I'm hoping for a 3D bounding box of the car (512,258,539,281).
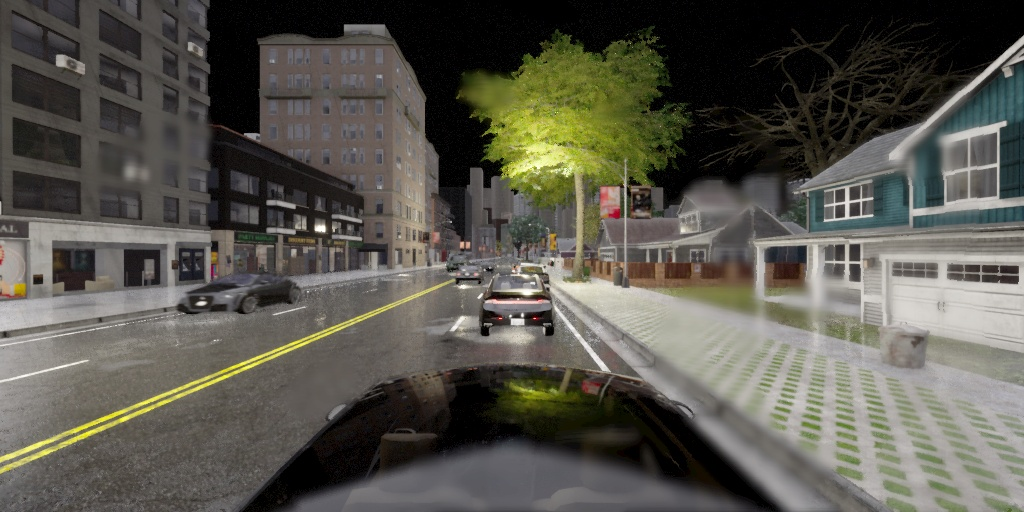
[{"bbox_3d":[1.080,1.081,30.443,2.097,1.767,4.553,0,0,0],"label":"car"}]

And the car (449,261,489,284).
[{"bbox_3d":[-3.050,1.281,26.633,2.033,1.411,5.357,0,0,-1],"label":"car"}]

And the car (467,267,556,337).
[{"bbox_3d":[0.130,1.239,10.333,2.128,1.511,4.902,0,0,0],"label":"car"}]

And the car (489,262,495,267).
[{"bbox_3d":[-3.001,1.320,41.989,1.895,1.301,4.718,0,0,0],"label":"car"}]

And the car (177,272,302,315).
[{"bbox_3d":[-9.808,1.310,13.313,1.994,1.385,4.181,0,0,0],"label":"car"}]

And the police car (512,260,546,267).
[{"bbox_3d":[1.044,1.165,20.583,1.930,1.638,5.238,0,0,0],"label":"police car"}]

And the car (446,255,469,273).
[{"bbox_3d":[-6.447,0.940,43.441,2.150,2.045,5.566,0,0,0],"label":"car"}]
